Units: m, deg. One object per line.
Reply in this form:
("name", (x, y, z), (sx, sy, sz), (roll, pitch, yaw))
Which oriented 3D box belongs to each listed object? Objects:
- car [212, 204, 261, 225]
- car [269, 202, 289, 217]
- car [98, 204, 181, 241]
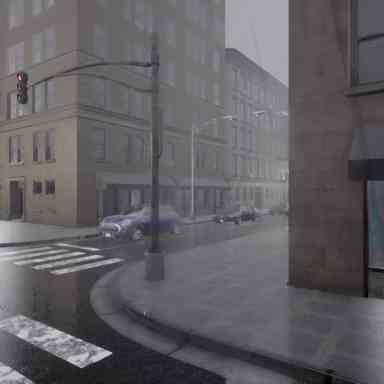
("car", (3.653, 1.686, 26.075), (2.033, 1.411, 5.357), (0, 0, 35))
("car", (9.842, 1.743, 34.757), (2.033, 1.411, 5.357), (0, 0, 36))
("car", (-2.597, 1.429, 17.276), (2.097, 1.767, 4.553), (0, 0, 36))
